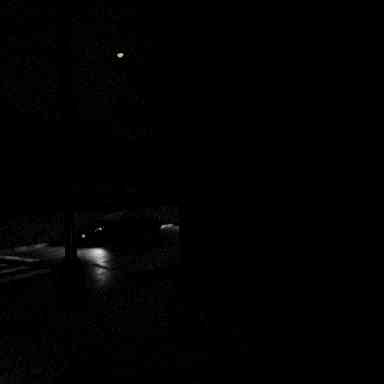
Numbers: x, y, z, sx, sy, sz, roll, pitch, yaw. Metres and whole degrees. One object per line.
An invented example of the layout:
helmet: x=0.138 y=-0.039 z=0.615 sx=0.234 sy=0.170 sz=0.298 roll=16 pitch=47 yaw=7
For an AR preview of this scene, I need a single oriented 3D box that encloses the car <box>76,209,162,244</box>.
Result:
car: x=-3.392 y=1.578 z=16.256 sx=1.812 sy=1.442 sz=4.674 roll=-4 pitch=-1 yaw=34
